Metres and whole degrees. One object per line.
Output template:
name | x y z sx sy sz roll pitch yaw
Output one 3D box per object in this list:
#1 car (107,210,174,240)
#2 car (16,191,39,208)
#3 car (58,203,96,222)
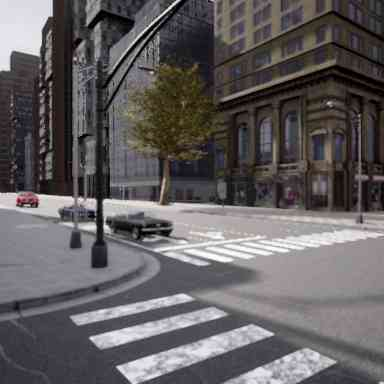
car | -2.859 1.648 17.750 1.895 1.301 4.718 0 1 -35
car | -22.264 1.008 44.978 2.150 2.045 5.566 0 0 -35
car | -9.178 1.560 26.600 1.895 1.301 4.718 0 1 -36
